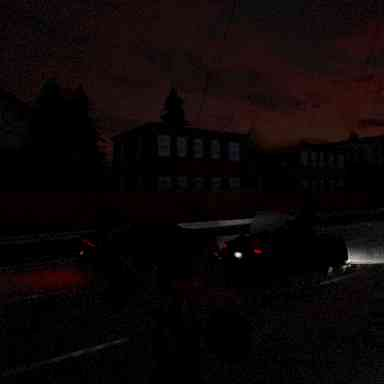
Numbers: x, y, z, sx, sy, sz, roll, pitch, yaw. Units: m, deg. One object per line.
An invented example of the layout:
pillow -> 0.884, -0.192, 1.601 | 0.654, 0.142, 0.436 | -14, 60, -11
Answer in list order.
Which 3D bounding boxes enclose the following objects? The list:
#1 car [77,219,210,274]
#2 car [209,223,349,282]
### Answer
car -> -1.319, 1.658, 11.431 | 5.008, 1.535, 1.882 | -1, -1, -35
car -> 2.877, 1.651, 10.123 | 4.181, 1.385, 1.994 | -1, -1, -35
